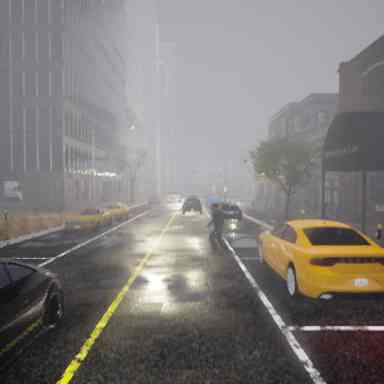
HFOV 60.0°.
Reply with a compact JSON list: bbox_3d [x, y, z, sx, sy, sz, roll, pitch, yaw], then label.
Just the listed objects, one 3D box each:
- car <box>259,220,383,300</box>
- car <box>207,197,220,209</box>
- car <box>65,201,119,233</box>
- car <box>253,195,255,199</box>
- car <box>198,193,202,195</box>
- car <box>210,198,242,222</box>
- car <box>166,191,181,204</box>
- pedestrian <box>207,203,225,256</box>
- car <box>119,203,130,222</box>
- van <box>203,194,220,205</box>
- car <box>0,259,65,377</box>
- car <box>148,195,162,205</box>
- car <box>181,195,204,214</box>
[{"bbox_3d":[2.987,1.427,8.350,1.882,1.535,5.008,0,0,0],"label":"car"},{"bbox_3d":[2.633,1.401,30.268,1.802,1.307,4.206,-1,0,0],"label":"car"},{"bbox_3d":[-5.731,1.411,19.028,1.752,1.417,4.829,-1,0,0],"label":"car"},{"bbox_3d":[16.411,0.971,75.688,5.009,1.841,2.192,1,1,1],"label":"car"},{"bbox_3d":[0.022,1.195,47.206,1.882,1.535,5.008,0,0,-1],"label":"car"},{"bbox_3d":[2.641,1.418,24.734,1.947,1.339,4.313,-1,0,0],"label":"car"},{"bbox_3d":[-3.113,0.885,56.651,2.150,2.045,5.566,0,0,0],"label":"car"},{"bbox_3d":[0.815,1.226,11.260,0.375,1.860,0.375,-1,1,-2],"label":"pedestrian"},{"bbox_3d":[-5.740,1.378,24.563,1.752,1.417,4.829,-1,0,0],"label":"car"},{"bbox_3d":[2.612,1.094,41.335,1.690,1.788,3.998,-1,0,0],"label":"van"},{"bbox_3d":[-3.108,1.540,3.871,1.994,1.385,4.181,0,0,0],"label":"car"},{"bbox_3d":[-5.783,1.127,52.406,1.967,1.590,4.097,-1,0,0],"label":"car"},{"bbox_3d":[0.029,1.312,32.483,1.837,1.490,4.892,0,1,0],"label":"car"}]
